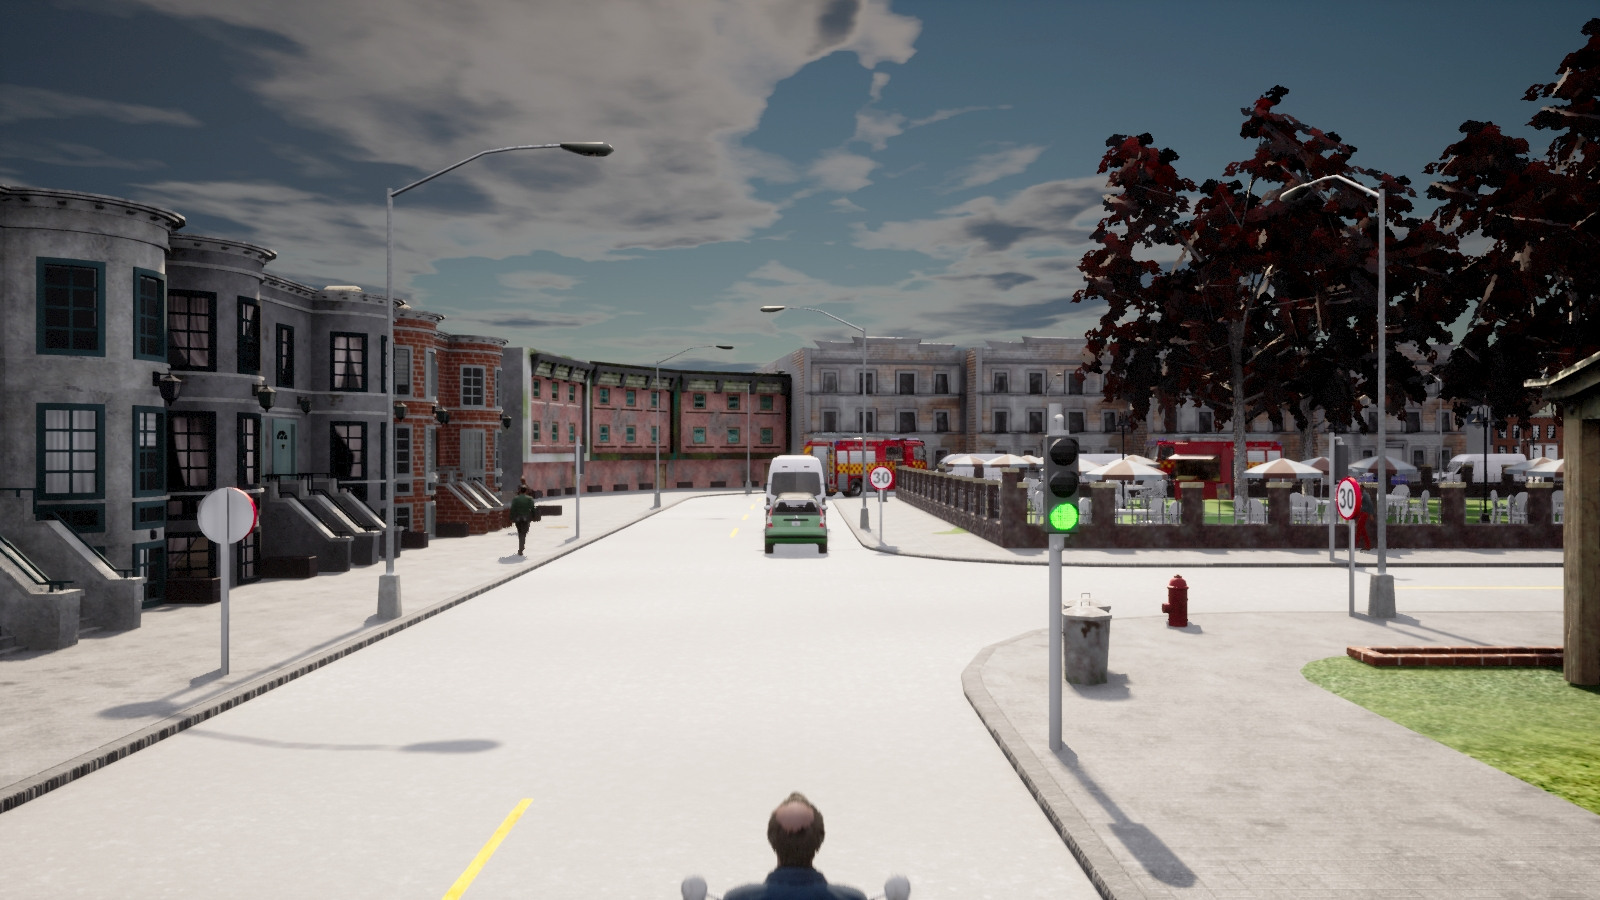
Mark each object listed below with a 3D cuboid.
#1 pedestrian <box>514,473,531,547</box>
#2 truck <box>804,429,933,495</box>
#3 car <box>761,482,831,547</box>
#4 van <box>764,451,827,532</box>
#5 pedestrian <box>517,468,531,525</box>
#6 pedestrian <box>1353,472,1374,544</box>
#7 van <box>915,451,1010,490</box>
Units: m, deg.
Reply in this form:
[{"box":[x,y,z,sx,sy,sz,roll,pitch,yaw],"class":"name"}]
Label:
[{"box":[-7.039,1.524,28.986,0.375,1.860,0.375,0,0,-4],"class":"pedestrian"},{"box":[4.295,0.672,70.228,8.468,3.827,2.891,0,0,-43],"class":"truck"},{"box":[-0.119,1.779,32.373,1.851,1.617,3.988,0,0,0],"class":"car"},{"box":[-0.147,1.315,39.074,1.988,2.561,5.915,0,0,0],"class":"van"},{"box":[-9.068,1.524,37.576,0.375,1.860,0.375,0,0,2],"class":"pedestrian"},{"box":[14.794,1.517,30.008,0.375,1.860,0.375,0,0,1],"class":"pedestrian"},{"box":[10.550,1.314,74.428,5.915,2.561,1.988,0,0,0],"class":"van"}]
